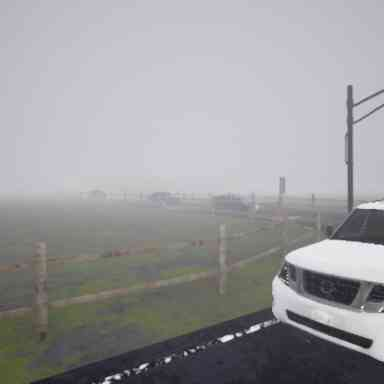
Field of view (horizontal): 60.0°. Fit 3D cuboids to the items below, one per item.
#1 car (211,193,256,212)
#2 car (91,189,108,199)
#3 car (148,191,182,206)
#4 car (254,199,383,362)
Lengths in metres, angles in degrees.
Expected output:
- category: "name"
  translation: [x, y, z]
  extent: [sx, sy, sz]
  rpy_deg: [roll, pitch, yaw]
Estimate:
- category: "car"
  translation: [3.549, 0.881, 27.188]
  extent: [2.128, 1.511, 4.902]
  rpy_deg: [-1, 1, -35]
- category: "car"
  translation: [-15.073, 0.320, 53.407]
  extent: [1.837, 1.490, 4.892]
  rpy_deg: [-1, 1, -35]
- category: "car"
  translation: [-3.003, 0.663, 36.369]
  extent: [1.882, 1.535, 5.008]
  rpy_deg: [-1, 1, -36]
- category: "car"
  translation: [3.849, 1.145, 5.697]
  extent: [5.566, 2.045, 2.150]
  rpy_deg: [-1, 1, -35]
